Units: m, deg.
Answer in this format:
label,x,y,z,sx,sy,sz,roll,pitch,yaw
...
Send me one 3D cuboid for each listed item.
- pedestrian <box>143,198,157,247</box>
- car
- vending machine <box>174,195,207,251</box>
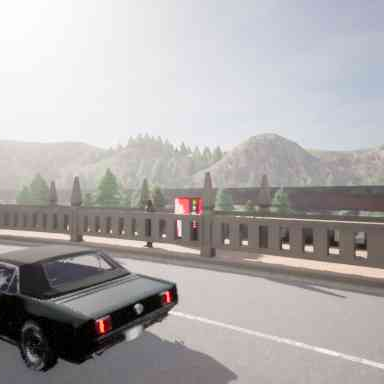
label,x,y,z,sx,sy,sz,roll,pitch,yaw
pedestrian,-1.632,1.141,12.511,0.375,1.860,0.375,0,0,31
car,-2.647,1.600,5.627,4.718,1.301,1.895,0,0,32
vending machine,-0.051,1.195,13.274,0.880,2.100,1.100,0,0,32
